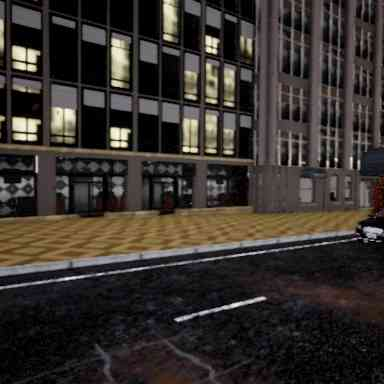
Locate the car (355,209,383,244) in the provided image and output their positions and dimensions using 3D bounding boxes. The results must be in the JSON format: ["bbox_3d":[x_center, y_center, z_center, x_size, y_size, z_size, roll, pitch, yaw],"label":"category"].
[{"bbox_3d":[8.688,1.371,13.738,4.902,1.511,2.128,0,2,-35],"label":"car"}]
